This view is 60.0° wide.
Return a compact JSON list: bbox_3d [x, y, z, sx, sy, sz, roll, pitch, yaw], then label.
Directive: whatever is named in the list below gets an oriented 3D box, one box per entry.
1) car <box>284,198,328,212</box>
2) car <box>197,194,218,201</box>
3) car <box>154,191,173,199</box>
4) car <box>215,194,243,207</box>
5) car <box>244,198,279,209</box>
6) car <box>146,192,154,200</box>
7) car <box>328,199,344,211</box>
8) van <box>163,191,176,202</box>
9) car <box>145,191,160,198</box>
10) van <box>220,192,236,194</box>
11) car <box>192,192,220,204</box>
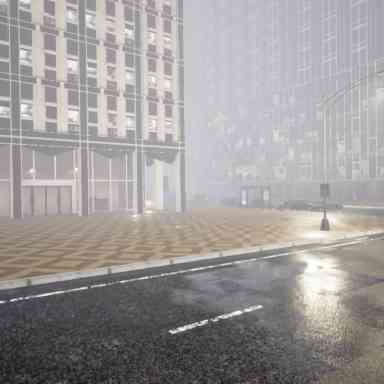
[{"bbox_3d":[12.038,1.422,36.174,1.947,1.339,4.313,-1,1,-34],"label":"car"},{"bbox_3d":[2.958,1.041,64.413,1.802,1.307,4.206,-1,1,-34],"label":"car"},{"bbox_3d":[-6.699,0.613,78.462,2.192,1.841,5.009,0,1,-34],"label":"car"},{"bbox_3d":[5.662,1.318,45.587,1.947,1.339,4.313,-1,1,-34],"label":"car"},{"bbox_3d":[8.833,1.386,40.870,1.802,1.307,4.206,-1,1,-34],"label":"car"},{"bbox_3d":[-10.387,1.038,69.036,2.008,1.369,4.403,0,1,-34],"label":"car"},{"bbox_3d":[14.637,1.382,37.179,1.994,1.385,4.181,-1,1,-34],"label":"car"},{"bbox_3d":[-3.949,0.936,59.666,1.690,1.788,3.998,0,1,-34],"label":"van"},{"bbox_3d":[-9.918,0.684,83.148,1.967,1.590,4.097,0,1,-34],"label":"car"},{"bbox_3d":[6.176,0.853,59.725,1.690,1.788,3.998,-1,1,-34],"label":"van"},{"bbox_3d":[2.029,0.967,55.566,2.097,1.767,4.553,-1,1,-34],"label":"car"}]
